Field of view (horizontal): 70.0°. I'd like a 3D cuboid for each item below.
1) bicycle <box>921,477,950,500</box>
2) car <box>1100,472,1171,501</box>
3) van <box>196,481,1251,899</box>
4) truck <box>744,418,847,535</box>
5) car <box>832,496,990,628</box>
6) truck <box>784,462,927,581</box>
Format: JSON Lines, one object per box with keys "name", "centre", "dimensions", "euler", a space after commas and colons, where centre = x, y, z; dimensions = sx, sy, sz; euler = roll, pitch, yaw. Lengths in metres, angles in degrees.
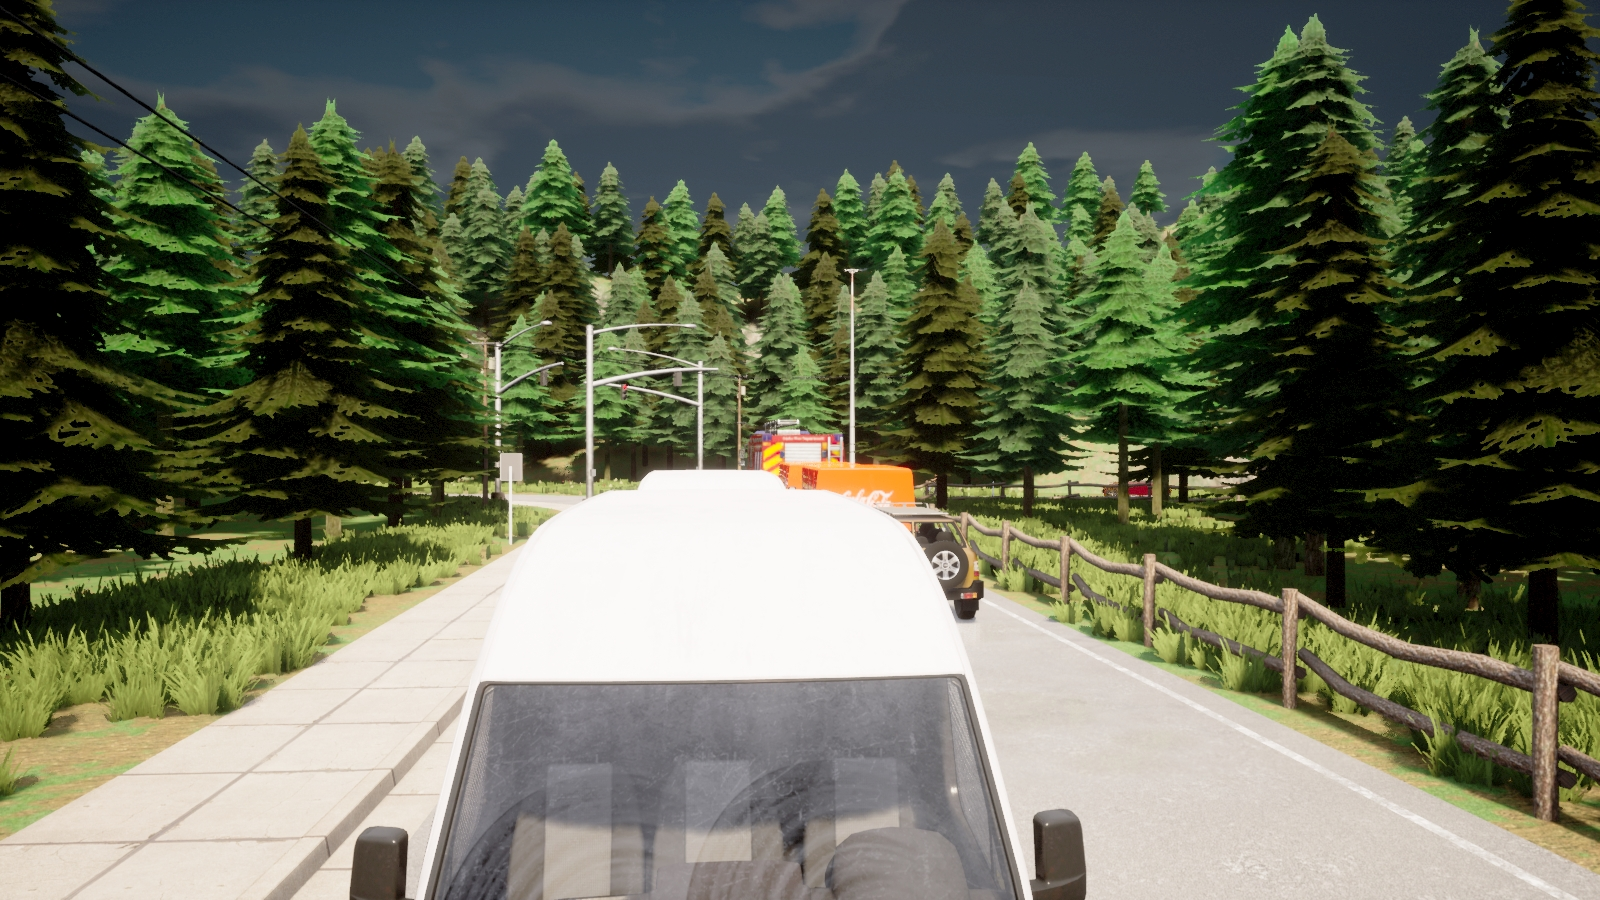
{"name": "bicycle", "centre": [7.684, 2.158, 64.883], "dimensions": [1.487, 1.276, 0.859], "euler": [0, 0, -7]}
{"name": "car", "centre": [18.809, 2.026, 63.973], "dimensions": [3.705, 1.549, 1.789], "euler": [0, 0, 20]}
{"name": "van", "centre": [-0.341, 1.499, 5.107], "dimensions": [1.988, 2.561, 5.915], "euler": [0, 0, -5]}
{"name": "truck", "centre": [-0.340, 0.864, 41.742], "dimensions": [2.891, 3.827, 8.468], "euler": [0, 0, -6]}
{"name": "car", "centre": [1.801, 1.837, 20.146], "dimensions": [1.932, 1.855, 4.605], "euler": [0, 0, -5]}
{"name": "truck", "centre": [1.150, 1.541, 26.876], "dimensions": [2.627, 2.467, 5.204], "euler": [0, 0, -5]}
